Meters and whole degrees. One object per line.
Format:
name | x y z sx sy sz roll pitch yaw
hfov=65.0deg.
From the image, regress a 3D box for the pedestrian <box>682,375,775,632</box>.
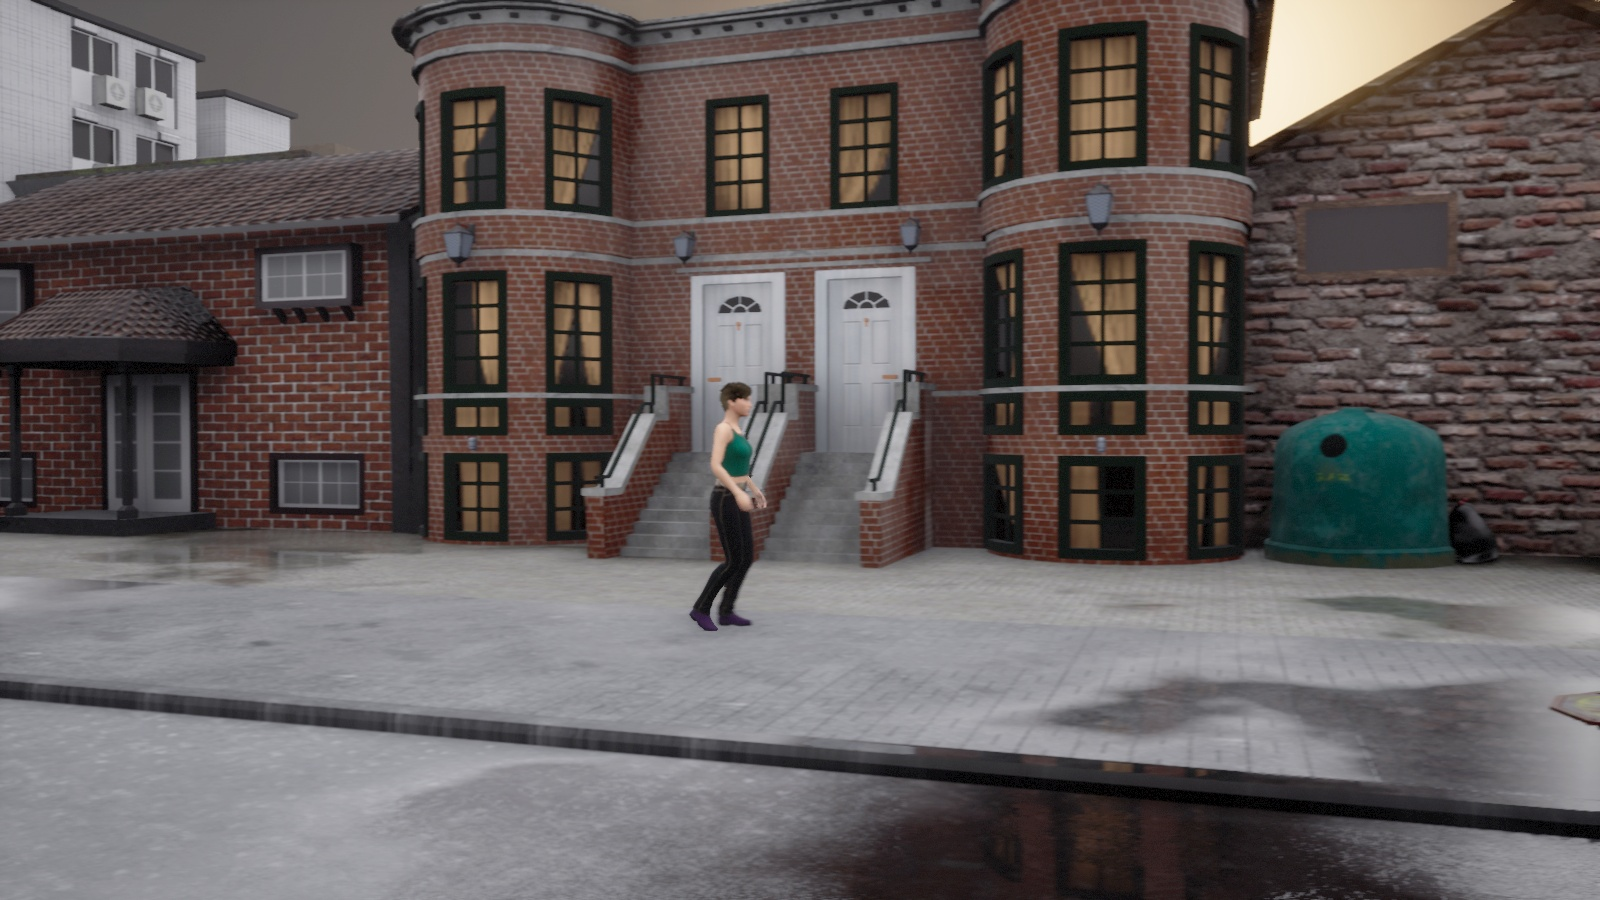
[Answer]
pedestrian | -0.525 0.376 9.215 0.594 1.836 0.345 1 1 16
